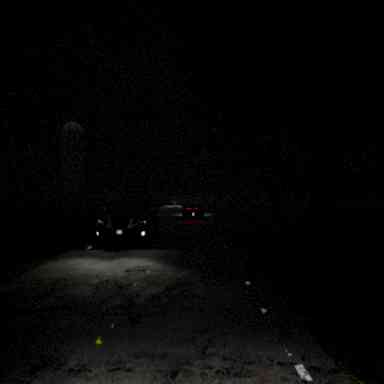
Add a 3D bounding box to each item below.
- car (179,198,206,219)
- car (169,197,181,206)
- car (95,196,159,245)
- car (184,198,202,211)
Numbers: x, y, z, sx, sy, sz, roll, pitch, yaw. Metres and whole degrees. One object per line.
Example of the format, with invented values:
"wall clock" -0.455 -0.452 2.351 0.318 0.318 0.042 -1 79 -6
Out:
"car" 0.115 1.493 28.764 1.837 1.490 4.892 0 0 0
"car" -2.798 1.546 56.486 1.812 1.442 4.674 0 0 0
"car" -2.843 1.208 15.788 2.150 2.045 5.566 0 0 0
"car" 0.110 1.490 41.457 2.128 1.511 4.902 0 0 0
